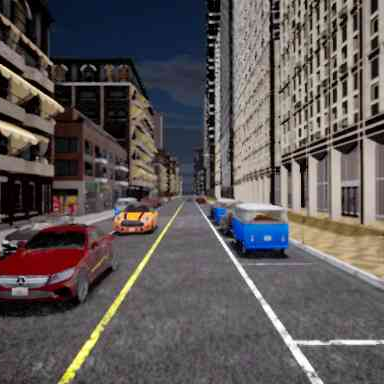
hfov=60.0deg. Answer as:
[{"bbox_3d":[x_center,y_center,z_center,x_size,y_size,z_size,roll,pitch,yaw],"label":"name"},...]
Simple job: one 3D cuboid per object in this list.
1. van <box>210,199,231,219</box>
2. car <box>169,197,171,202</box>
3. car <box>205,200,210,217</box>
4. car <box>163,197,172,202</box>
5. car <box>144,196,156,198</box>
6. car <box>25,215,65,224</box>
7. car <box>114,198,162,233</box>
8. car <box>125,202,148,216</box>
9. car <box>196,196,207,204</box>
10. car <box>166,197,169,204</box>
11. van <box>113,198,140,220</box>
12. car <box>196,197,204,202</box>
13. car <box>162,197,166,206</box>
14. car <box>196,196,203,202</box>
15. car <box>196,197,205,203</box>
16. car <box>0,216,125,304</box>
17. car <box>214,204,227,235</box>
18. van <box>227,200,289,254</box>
[{"bbox_3d":[2.521,1.430,24.651,1.690,1.788,3.998,0,0,0],"label":"van"},{"bbox_3d":[-6.227,1.875,75.255,1.752,1.417,4.829,0,0,0],"label":"car"},{"bbox_3d":[2.480,1.679,30.298,1.947,1.339,4.313,0,0,0],"label":"car"},{"bbox_3d":[-6.310,1.953,86.722,1.887,1.381,4.507,0,0,0],"label":"car"},{"bbox_3d":[-6.024,1.534,47.184,2.192,1.841,5.009,0,0,0],"label":"car"},{"bbox_3d":[-5.777,1.625,13.293,2.008,1.369,4.403,0,0,0],"label":"car"},{"bbox_3d":[-3.220,1.445,20.021,2.097,1.767,4.553,0,0,0],"label":"car"},{"bbox_3d":[-5.941,1.751,35.886,1.802,1.307,4.206,0,0,0],"label":"car"},{"bbox_3d":[2.193,1.874,69.837,1.802,1.307,4.206,0,0,0],"label":"car"},{"bbox_3d":[-6.145,1.847,64.128,2.008,1.369,4.403,0,0,0],"label":"car"},{"bbox_3d":[-5.901,1.485,30.238,1.690,1.788,3.998,0,0,0],"label":"van"},{"bbox_3d":[2.070,1.959,86.782,1.802,1.307,4.206,0,0,0],"label":"car"},{"bbox_3d":[-6.105,1.836,58.480,1.947,1.339,4.313,0,0,0],"label":"car"},{"bbox_3d":[2.029,1.847,92.431,1.967,1.590,4.097,0,0,0],"label":"car"},{"bbox_3d":[2.112,1.914,81.133,1.947,1.339,4.313,0,0,0],"label":"car"},{"bbox_3d":[-3.149,1.571,8.386,1.812,1.442,4.674,0,0,0],"label":"car"},{"bbox_3d":[2.562,1.617,19.001,2.008,1.369,4.403,0,0,0],"label":"car"},{"bbox_3d":[2.602,1.384,13.354,1.690,1.788,3.998,0,0,0],"label":"van"}]
